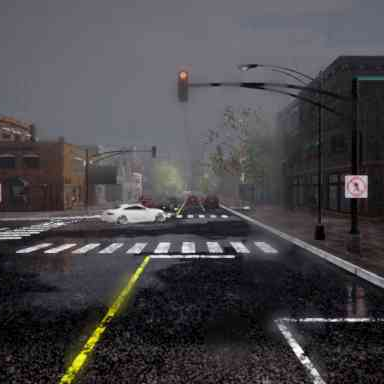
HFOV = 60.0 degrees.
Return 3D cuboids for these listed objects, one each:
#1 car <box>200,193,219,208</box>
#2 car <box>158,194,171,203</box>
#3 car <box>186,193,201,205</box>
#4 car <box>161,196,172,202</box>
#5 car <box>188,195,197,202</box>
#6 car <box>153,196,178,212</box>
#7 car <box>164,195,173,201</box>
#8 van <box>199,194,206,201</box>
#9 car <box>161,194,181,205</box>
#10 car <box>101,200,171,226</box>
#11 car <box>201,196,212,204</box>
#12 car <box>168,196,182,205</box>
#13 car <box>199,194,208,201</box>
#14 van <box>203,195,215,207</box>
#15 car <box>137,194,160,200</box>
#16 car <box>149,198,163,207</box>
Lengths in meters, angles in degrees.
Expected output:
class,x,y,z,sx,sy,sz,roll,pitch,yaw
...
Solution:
class,x,y,z,sx,sy,sz,roll,pitch,yaw
car,2.699,1.303,46.951,2.192,1.841,5.009,-1,0,0
car,-5.675,1.297,69.129,2.192,1.841,5.009,-1,0,0
car,0.115,1.338,56.601,2.097,1.767,4.553,0,0,0
car,-5.672,1.546,74.673,1.947,1.339,4.313,-1,0,0
car,0.022,1.518,79.312,2.033,1.411,5.357,0,0,0
car,-3.084,1.555,38.861,1.994,1.385,4.181,0,0,0
car,-5.670,1.523,80.217,1.887,1.381,4.507,-1,0,0
van,2.710,1.317,85.759,1.690,1.788,3.998,-1,0,0
car,-3.055,1.466,48.661,1.882,1.535,5.008,0,0,0
car,-4.127,1.555,23.690,4.674,1.442,1.812,-1,1,-36
car,2.706,1.534,63.583,2.008,1.369,4.403,-1,0,0
car,-2.986,1.477,58.791,2.128,1.511,4.902,0,0,0
car,2.709,1.418,80.215,1.967,1.590,4.097,-1,0,0
van,2.701,1.328,52.495,1.690,1.788,3.998,-1,0,0
car,-5.683,1.305,41.409,2.192,1.841,5.009,-1,0,0
car,-5.678,1.569,52.497,1.802,1.307,4.206,-1,0,0
